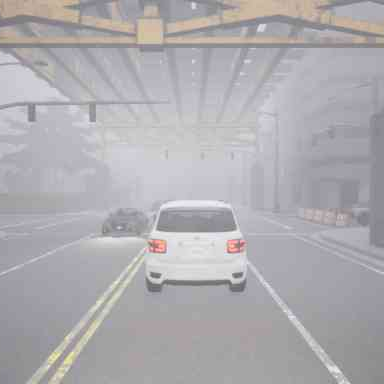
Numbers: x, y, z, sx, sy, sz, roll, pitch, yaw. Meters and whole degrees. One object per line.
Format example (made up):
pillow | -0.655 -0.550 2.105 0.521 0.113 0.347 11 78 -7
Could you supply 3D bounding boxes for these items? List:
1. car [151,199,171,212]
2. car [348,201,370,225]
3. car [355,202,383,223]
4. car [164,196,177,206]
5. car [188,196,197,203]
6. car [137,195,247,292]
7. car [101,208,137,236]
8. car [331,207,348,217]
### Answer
car | -3.585 1.564 38.819 1.994 1.385 4.181 0 0 -1
car | 13.270 1.453 22.100 4.974 1.542 2.038 0 0 -20
car | 13.318 1.295 22.118 4.536 1.218 1.853 0 0 -20
car | -3.546 1.477 55.875 1.882 1.535 5.008 0 0 0
car | 0.124 1.526 68.171 1.812 1.442 4.674 0 0 0
car | 0.082 1.221 9.051 2.150 2.045 5.566 0 0 0
car | -3.593 1.564 18.374 1.994 1.385 4.181 0 0 0
car | 13.645 1.295 26.237 4.536 1.218 1.853 0 0 25
